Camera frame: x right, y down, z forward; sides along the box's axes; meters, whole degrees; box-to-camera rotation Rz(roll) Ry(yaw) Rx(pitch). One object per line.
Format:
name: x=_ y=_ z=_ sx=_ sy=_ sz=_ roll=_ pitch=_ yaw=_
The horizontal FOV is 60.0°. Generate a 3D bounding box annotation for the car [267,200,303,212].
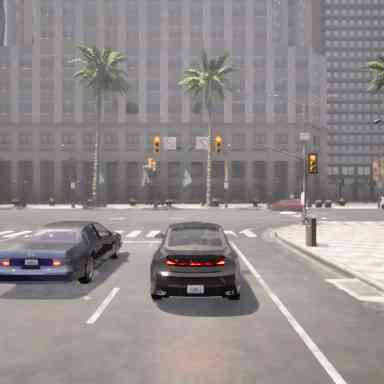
car: x=10.856 y=1.564 z=38.521 sx=4.181 sy=1.385 sz=1.994 roll=0 pitch=0 yaw=0

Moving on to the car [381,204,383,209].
car: x=24.587 y=1.601 z=38.479 sx=4.718 sy=1.301 sz=1.895 roll=0 pitch=0 yaw=0

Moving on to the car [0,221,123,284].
car: x=-3.421 y=1.547 z=9.618 sx=2.033 sy=1.411 sz=5.357 roll=0 pitch=0 yaw=0

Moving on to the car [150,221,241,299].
car: x=0.076 y=1.505 z=8.424 sx=1.837 sy=1.490 sz=4.892 roll=0 pitch=0 yaw=0
